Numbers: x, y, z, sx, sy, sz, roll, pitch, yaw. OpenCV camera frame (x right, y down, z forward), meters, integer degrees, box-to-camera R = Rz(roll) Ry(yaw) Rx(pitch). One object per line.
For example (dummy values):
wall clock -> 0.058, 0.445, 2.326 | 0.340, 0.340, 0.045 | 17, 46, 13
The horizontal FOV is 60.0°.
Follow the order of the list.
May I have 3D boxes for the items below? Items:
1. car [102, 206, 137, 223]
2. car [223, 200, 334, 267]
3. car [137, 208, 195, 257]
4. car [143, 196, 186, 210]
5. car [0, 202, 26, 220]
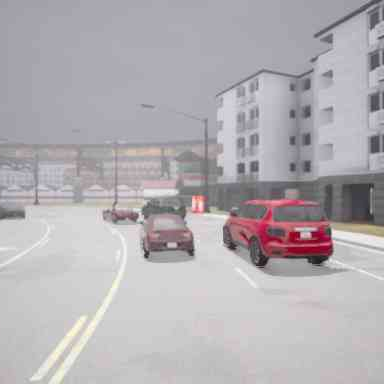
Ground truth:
car -> -5.832, 1.735, 26.623 | 1.895, 1.301, 4.718 | 0, 0, -28
car -> 2.739, 1.284, 11.863 | 2.150, 2.045, 5.566 | 0, 0, -9
car -> -1.091, 1.593, 13.257 | 1.812, 1.442, 4.674 | 0, 0, -11
car -> -2.376, 1.362, 27.588 | 2.150, 2.045, 5.566 | 0, 0, -27
car -> -16.232, 1.626, 29.661 | 1.882, 1.535, 5.008 | 0, -1, -38
